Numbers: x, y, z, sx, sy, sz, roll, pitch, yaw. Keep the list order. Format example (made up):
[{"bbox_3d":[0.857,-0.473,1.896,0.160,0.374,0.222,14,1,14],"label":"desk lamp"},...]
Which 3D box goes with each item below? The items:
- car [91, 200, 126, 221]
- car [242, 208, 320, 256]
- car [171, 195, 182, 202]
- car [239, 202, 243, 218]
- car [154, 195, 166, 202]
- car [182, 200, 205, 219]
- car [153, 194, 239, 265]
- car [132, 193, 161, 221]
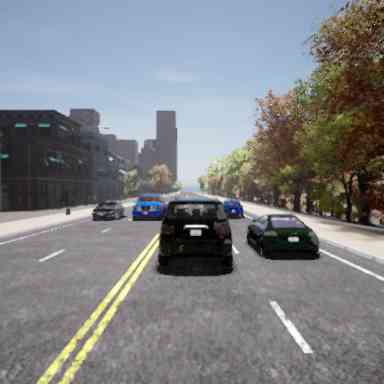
[{"bbox_3d":[-6.578,1.423,26.573,1.837,1.490,4.892,0,0,0],"label":"car"},{"bbox_3d":[3.356,1.525,12.995,1.994,1.385,4.181,0,0,0],"label":"car"},{"bbox_3d":[-3.199,1.310,68.100,2.033,1.411,5.357,0,0,0],"label":"car"},{"bbox_3d":[3.370,1.388,29.469,1.882,1.535,5.008,0,0,0],"label":"car"},{"bbox_3d":[-6.449,1.310,68.103,2.033,1.411,5.357,0,0,0],"label":"car"},{"bbox_3d":[0.120,1.438,28.925,1.812,1.442,4.674,0,0,0],"label":"car"},{"bbox_3d":[0.106,1.186,11.610,2.150,2.045,5.566,0,0,0],"label":"car"},{"bbox_3d":[-3.330,1.139,26.533,2.150,2.045,5.566,0,0,0],"label":"car"}]
